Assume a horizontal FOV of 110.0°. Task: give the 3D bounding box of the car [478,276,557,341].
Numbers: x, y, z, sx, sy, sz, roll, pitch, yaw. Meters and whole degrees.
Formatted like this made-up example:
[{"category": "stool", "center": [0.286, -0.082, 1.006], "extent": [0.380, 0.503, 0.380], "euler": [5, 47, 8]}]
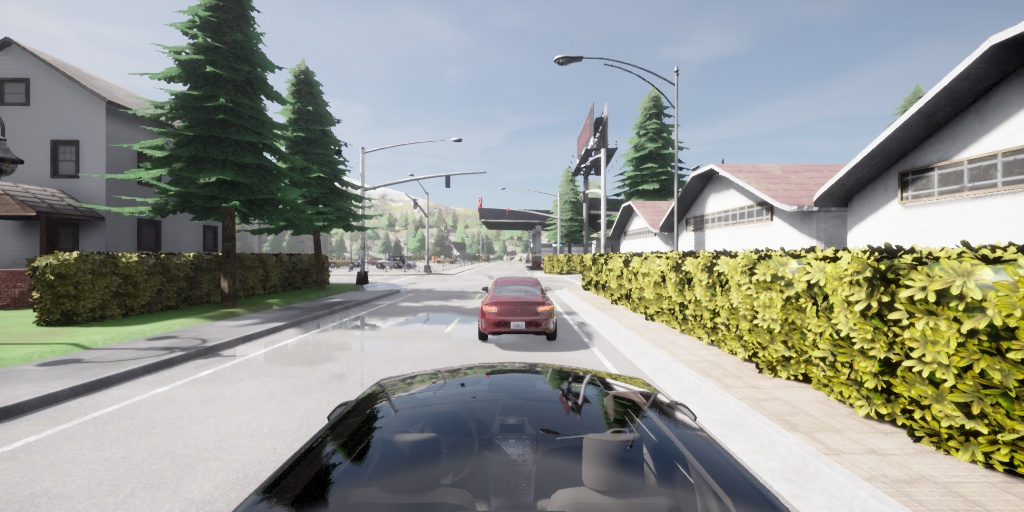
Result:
[{"category": "car", "center": [0.129, 1.276, 9.766], "extent": [1.812, 1.442, 4.674], "euler": [0, 0, 0]}]
